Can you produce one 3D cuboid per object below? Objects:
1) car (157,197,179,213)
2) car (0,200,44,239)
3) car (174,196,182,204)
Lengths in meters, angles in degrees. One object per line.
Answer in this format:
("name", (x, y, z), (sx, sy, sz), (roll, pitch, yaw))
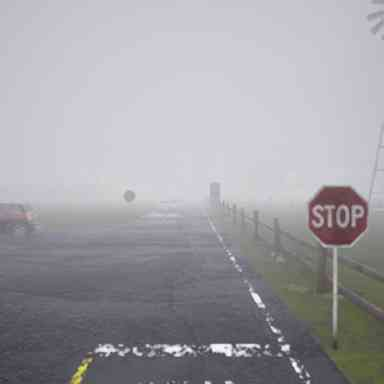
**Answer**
("car", (-2.792, 1.581, 37.416), (1.895, 1.301, 4.718), (0, 0, 0))
("car", (-9.788, 1.280, 16.175), (4.553, 1.767, 2.097), (0, -1, -10))
("car", (-2.821, 1.425, 62.343), (1.994, 1.385, 4.181), (0, 0, 0))
